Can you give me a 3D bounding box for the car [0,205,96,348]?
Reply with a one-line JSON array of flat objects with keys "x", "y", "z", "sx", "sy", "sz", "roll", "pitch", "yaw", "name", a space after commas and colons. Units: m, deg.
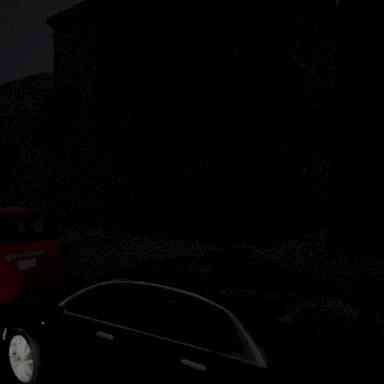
[{"x": -4.877, "y": 1.305, "z": 7.013, "sx": 5.566, "sy": 2.045, "sz": 2.435, "roll": -1, "pitch": 0, "yaw": 36, "name": "car"}]
